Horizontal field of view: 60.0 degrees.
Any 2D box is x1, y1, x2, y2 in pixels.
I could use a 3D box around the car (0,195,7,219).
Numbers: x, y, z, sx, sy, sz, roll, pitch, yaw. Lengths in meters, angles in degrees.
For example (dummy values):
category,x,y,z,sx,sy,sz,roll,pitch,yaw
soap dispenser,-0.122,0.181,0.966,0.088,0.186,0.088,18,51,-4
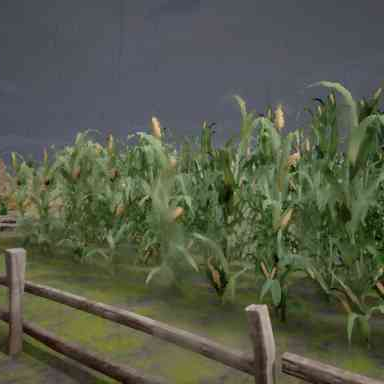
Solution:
category,x,y,z,sx,sy,sz,roll,pitch,yaw
car,-14.912,1.200,21.256,2.150,2.045,5.566,0,0,36
